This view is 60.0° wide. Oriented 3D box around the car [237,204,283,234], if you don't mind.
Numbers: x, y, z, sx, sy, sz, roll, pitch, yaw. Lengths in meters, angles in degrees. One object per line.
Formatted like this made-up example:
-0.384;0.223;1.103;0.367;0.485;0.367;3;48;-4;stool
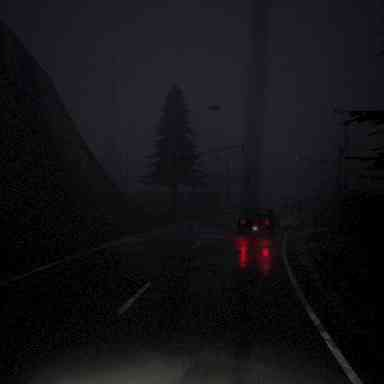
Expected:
3.930;1.569;19.030;1.895;1.301;4.718;0;0;19;car

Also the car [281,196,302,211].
11.963;1.300;39.818;2.097;1.767;4.553;0;0;22;car
